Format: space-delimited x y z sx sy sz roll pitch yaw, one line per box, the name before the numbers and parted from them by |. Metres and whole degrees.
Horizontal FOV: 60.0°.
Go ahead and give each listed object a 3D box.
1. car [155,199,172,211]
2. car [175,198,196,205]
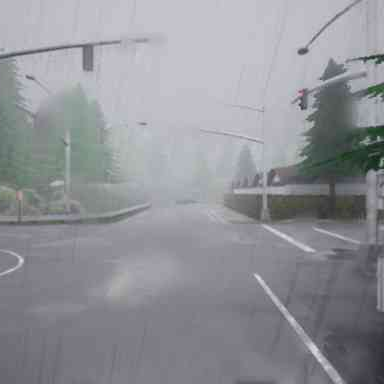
car | -3.484 1.621 42.288 1.812 1.442 4.674 0 0 0
car | -1.281 1.732 63.369 1.895 1.301 4.718 0 0 35
